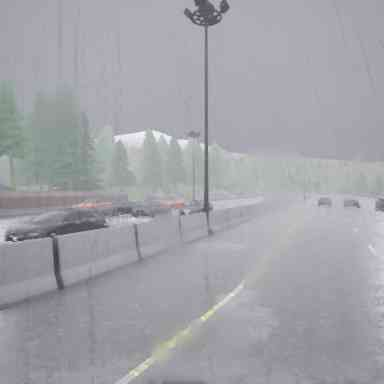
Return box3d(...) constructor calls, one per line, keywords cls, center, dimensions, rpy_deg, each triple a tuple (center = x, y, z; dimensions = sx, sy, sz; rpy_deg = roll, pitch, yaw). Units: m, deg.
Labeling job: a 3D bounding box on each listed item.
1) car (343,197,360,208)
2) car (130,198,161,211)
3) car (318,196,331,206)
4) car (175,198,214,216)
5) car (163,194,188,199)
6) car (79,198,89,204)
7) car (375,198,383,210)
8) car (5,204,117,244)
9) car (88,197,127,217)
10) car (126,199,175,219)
box3d(cls="car", center=(23.002, 1.493, 48.207), dimensions=(1.812, 1.442, 4.674), rpy_deg=(0, 0, 22))
box3d(cls="car", center=(-5.836, 1.547, 42.267), dimensions=(1.994, 1.385, 4.181), rpy_deg=(0, 0, 22))
box3d(cls="car", center=(21.296, 1.455, 53.371), dimensions=(2.128, 1.511, 4.902), rpy_deg=(0, 0, 22))
box3d(cls="car", center=(0.467, 1.478, 29.650), dimensions=(2.128, 1.511, 4.902), rpy_deg=(0, 0, 22))
box3d(cls="car", center=(-2.689, 1.334, 40.715), dimensions=(2.097, 1.767, 4.553), rpy_deg=(0, 0, 22))
box3d(cls="car", center=(-9.648, 1.341, 32.654), dimensions=(2.097, 1.767, 4.553), rpy_deg=(0, 0, 22))
box3d(cls="car", center=(23.954, 1.459, 41.116), dimensions=(2.128, 1.511, 4.902), rpy_deg=(0, 0, 22))
box3d(cls="car", center=(-5.653, 1.502, 14.620), dimensions=(1.837, 1.490, 4.892), rpy_deg=(0, 0, 23))
box3d(cls="car", center=(-6.786, 1.482, 30.403), dimensions=(2.128, 1.511, 4.902), rpy_deg=(0, 0, 22))
box3d(cls="car", center=(-3.513, 1.553, 29.156), dimensions=(1.994, 1.385, 4.181), rpy_deg=(0, 0, 22))
